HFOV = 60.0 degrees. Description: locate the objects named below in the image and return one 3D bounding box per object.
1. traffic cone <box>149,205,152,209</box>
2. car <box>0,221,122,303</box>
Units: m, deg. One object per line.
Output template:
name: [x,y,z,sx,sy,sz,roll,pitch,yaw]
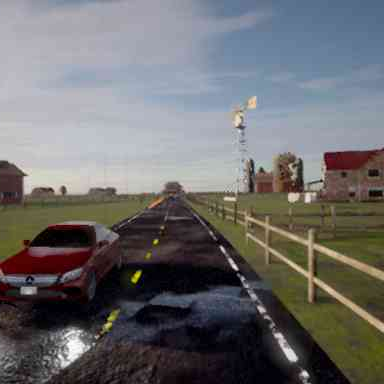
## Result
traffic cone: [-5.561,1.909,44.261,0.340,0.580,0.340,0,0,-3]
car: [-2.955,1.499,8.262,1.812,1.442,4.674,1,0,-1]
